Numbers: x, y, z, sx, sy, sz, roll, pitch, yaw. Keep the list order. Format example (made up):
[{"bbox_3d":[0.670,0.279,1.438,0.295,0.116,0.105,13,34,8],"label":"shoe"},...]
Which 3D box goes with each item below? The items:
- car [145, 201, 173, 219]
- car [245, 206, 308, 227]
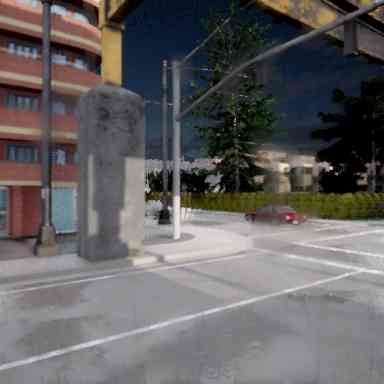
[{"bbox_3d":[-2.932,1.509,29.158,1.812,1.442,4.674,0,0,-35],"label":"car"},{"bbox_3d":[5.492,1.583,22.442,1.895,1.301,4.718,0,0,-23],"label":"car"}]
